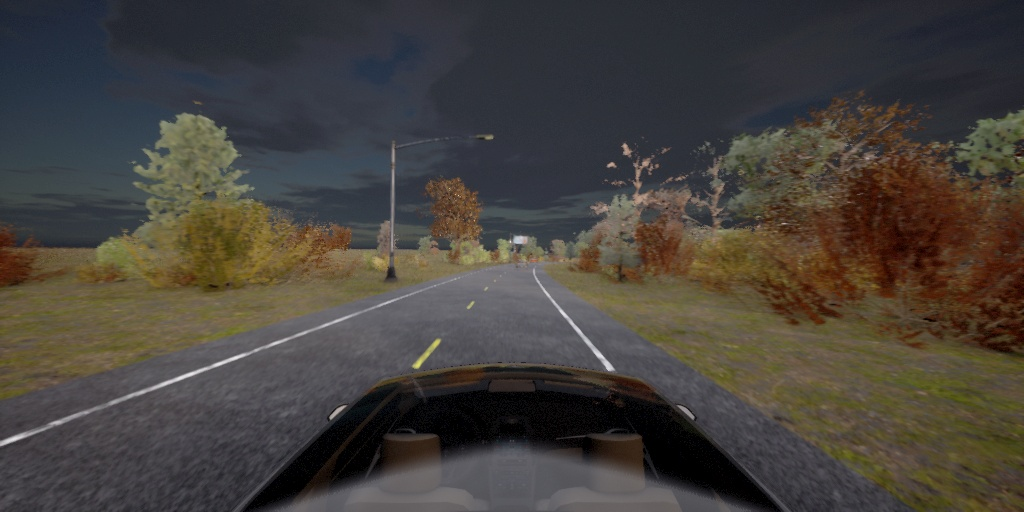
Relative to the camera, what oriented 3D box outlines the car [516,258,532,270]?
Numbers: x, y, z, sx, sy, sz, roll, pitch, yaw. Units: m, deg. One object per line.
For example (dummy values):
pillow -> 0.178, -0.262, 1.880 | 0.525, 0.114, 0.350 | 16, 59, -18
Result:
car -> 1.611, 1.395, 56.084 | 2.128, 1.511, 4.902 | 1, 0, 3
